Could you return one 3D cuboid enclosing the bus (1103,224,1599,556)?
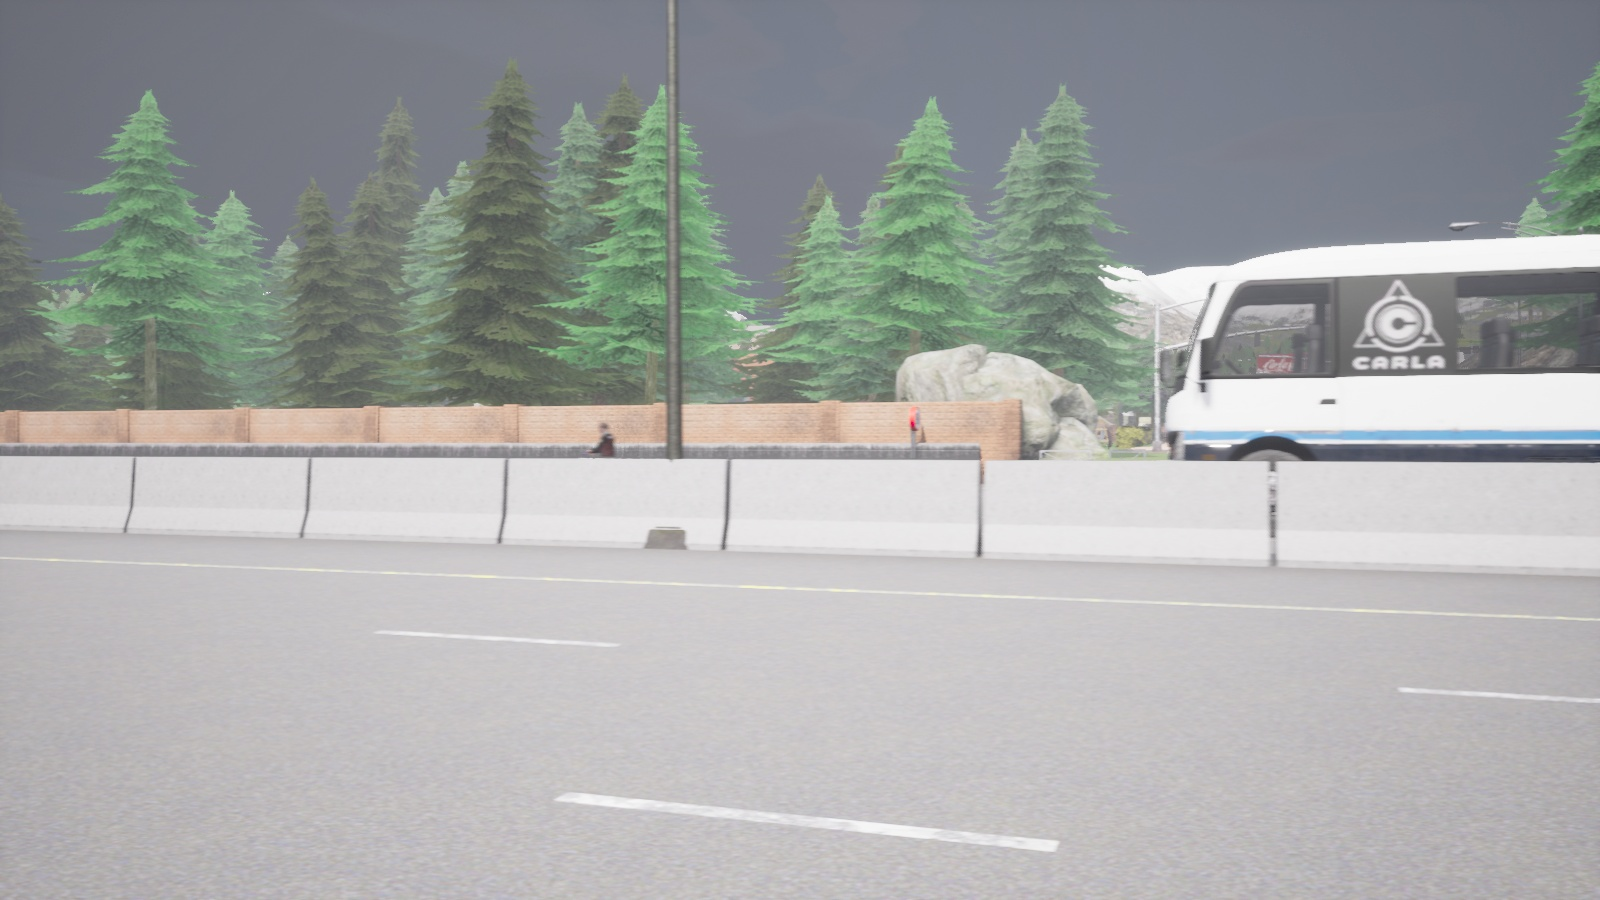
[{"bbox_3d":[9.872,-0.806,18.314,10.273,4.253,3.944,1,1,19],"label":"bus"}]
